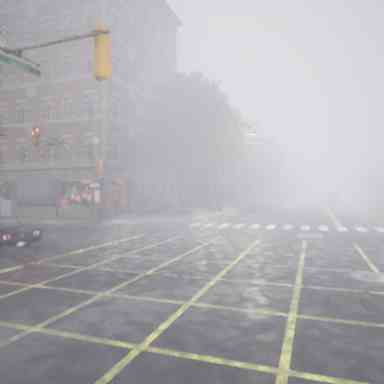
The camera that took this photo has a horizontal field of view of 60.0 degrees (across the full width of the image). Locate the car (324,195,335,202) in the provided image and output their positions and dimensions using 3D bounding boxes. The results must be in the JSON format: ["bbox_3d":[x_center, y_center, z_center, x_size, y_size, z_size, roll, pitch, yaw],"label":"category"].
[{"bbox_3d":[28.094,1.294,67.921,1.837,1.490,4.892,0,0,20],"label":"car"}]

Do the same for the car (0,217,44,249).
[{"bbox_3d":[-8.350,1.665,13.477,4.718,1.301,1.895,0,0,28],"label":"car"}]

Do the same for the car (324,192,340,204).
[{"bbox_3d":[24.970,1.039,59.213,2.150,2.045,5.566,0,0,20],"label":"car"}]
